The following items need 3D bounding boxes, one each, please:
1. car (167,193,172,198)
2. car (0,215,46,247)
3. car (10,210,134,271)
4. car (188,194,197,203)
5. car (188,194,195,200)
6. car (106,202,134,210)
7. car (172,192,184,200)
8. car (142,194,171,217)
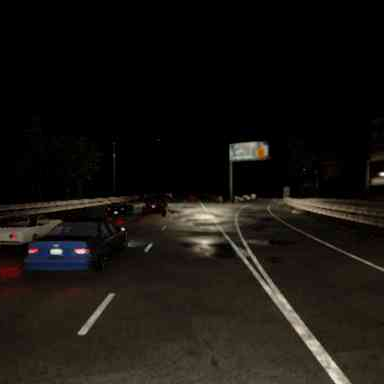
[{"bbox_3d":[-7.017,1.349,92.300,2.128,1.511,4.902,0,0,0],"label":"car"},{"bbox_3d":[-6.903,1.599,14.016,1.895,1.301,4.718,0,0,0],"label":"car"},{"bbox_3d":[-3.404,1.546,10.852,2.033,1.411,5.357,0,0,0],"label":"car"},{"bbox_3d":[0.085,1.439,69.430,1.812,1.442,4.674,0,0,0],"label":"car"},{"bbox_3d":[-0.016,1.372,87.439,1.812,1.442,4.674,0,0,0],"label":"car"},{"bbox_3d":[-6.914,1.594,32.438,1.895,1.301,4.718,0,0,0],"label":"car"},{"bbox_3d":[-3.517,1.049,92.330,2.150,2.045,5.566,0,0,0],"label":"car"},{"bbox_3d":[-3.406,1.346,31.642,2.097,1.767,4.553,0,0,0],"label":"car"}]
